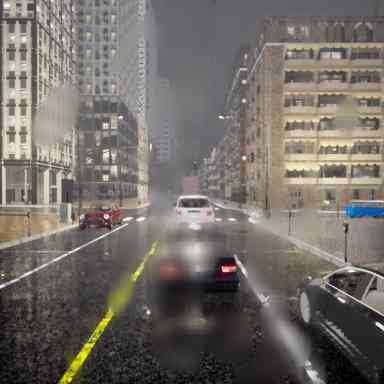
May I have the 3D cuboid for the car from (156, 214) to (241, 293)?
[{"bbox_3d":[0.094,1.548,8.969,2.033,1.411,5.357,0,0,-1],"label":"car"}]

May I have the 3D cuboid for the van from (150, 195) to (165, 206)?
[{"bbox_3d":[-5.751,1.355,53.606,1.690,1.788,3.998,0,0,0],"label":"van"}]

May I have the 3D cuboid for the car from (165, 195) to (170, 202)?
[{"bbox_3d":[-5.776,1.556,75.640,1.752,1.417,4.829,0,0,0],"label":"car"}]

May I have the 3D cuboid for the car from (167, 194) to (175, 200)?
[{"bbox_3d":[-5.795,1.485,92.463,1.967,1.590,4.097,0,0,0],"label":"car"}]

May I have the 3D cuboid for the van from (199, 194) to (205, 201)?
[{"bbox_3d":[2.591,1.381,86.923,1.690,1.788,3.998,0,0,0],"label":"van"}]

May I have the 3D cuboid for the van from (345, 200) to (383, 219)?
[{"bbox_3d":[16.894,1.708,31.891,3.998,1.788,1.690,1,-1,0],"label":"van"}]

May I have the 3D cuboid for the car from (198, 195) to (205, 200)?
[{"bbox_3d":[2.586,1.596,92.473,2.008,1.369,4.403,0,0,0],"label":"car"}]

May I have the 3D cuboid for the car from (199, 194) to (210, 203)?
[{"bbox_3d":[2.610,1.341,70.270,2.192,1.841,5.009,0,0,0],"label":"car"}]

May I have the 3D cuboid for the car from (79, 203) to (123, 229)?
[{"bbox_3d":[-5.715,1.442,21.132,1.967,1.590,4.097,0,0,0],"label":"car"}]

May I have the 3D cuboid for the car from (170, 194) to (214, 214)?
[{"bbox_3d":[0.084,1.223,19.221,2.150,2.045,5.566,0,0,0],"label":"car"}]

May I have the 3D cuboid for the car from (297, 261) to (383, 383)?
[{"bbox_3d":[2.685,1.551,4.195,2.008,1.369,4.403,0,0,0],"label":"car"}]
